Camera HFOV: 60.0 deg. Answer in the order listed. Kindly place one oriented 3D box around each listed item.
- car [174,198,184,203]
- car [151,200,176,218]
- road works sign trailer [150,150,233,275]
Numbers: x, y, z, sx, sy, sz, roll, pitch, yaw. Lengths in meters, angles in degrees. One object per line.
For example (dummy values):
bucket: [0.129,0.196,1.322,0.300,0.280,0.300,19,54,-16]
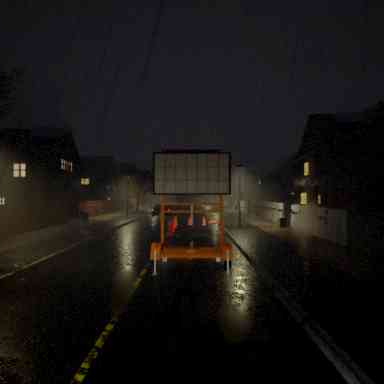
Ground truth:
car: [-2.740,1.932,70.982,1.882,1.535,5.008,0,-1,0]
car: [-2.846,1.717,32.154,1.895,1.301,4.718,0,0,0]
road works sign trailer: [-0.002,0.484,10.454,2.380,3.560,2.880,0,0,1]
